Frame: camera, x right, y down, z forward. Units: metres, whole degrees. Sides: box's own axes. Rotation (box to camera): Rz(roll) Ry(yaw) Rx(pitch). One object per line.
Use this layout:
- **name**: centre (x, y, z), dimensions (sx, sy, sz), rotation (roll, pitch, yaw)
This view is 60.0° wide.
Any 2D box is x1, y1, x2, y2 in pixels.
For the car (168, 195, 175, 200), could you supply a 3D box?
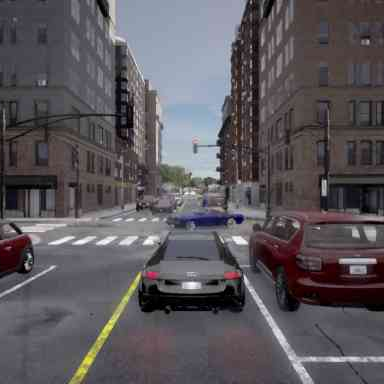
- **car**: centre (-5.528, 1.575, 89.735), dimensions (1.802, 1.307, 4.206), rotation (0, 0, 0)

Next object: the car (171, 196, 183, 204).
- **car**: centre (-2.849, 1.559, 63.222), dimensions (1.994, 1.385, 4.181), rotation (0, 0, 1)

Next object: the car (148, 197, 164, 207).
- **car**: centre (-5.488, 1.547, 51.209), dimensions (2.008, 1.369, 4.403), rotation (0, 0, 0)

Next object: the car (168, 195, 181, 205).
- **car**: centre (-2.891, 1.489, 43.284), dimensions (2.128, 1.511, 4.902), rotation (0, 0, 0)

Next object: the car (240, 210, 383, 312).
- **car**: centre (2.628, 1.315, 7.654), dimensions (2.192, 1.841, 5.009), rotation (0, 0, 0)

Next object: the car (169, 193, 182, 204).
- **car**: centre (-2.845, 1.218, 53.163), dimensions (2.150, 2.045, 5.566), rotation (0, 0, 1)

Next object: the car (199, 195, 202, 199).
- **car**: centre (2.614, 1.312, 51.222), dimensions (2.192, 1.841, 5.009), rotation (0, 0, 0)

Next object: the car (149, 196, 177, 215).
- **car**: centre (-2.894, 1.476, 33.729), dimensions (1.882, 1.535, 5.008), rotation (0, 0, 0)

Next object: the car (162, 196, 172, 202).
- **car**: centre (-5.511, 1.539, 73.223), dimensions (1.887, 1.381, 4.507), rotation (0, 0, 0)

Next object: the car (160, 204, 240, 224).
- **car**: centre (0.754, 1.595, 20.116), dimensions (4.718, 1.301, 1.895), rotation (0, 0, -31)

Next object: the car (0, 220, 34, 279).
- **car**: centre (-5.397, 1.440, 7.642), dimensions (1.967, 1.590, 4.097), rotation (0, 0, 0)

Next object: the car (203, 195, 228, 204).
- **car**: centre (2.651, 1.313, 34.710), dimensions (2.192, 1.841, 5.009), rotation (0, 0, 0)

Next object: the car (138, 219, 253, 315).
- **car**: centre (0.014, 1.564, 7.677), dimensions (1.994, 1.385, 4.181), rotation (0, 0, 1)

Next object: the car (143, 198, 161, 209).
- **car**: centre (-5.482, 1.563, 45.705), dimensions (1.947, 1.339, 4.313), rotation (0, 0, 0)

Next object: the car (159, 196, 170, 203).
- **car**: centre (-5.505, 1.540, 67.720), dimensions (1.887, 1.381, 4.507), rotation (0, 0, 0)

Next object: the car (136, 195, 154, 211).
- **car**: centre (-5.476, 1.313, 40.201), dimensions (2.192, 1.841, 5.009), rotation (0, 0, 0)
